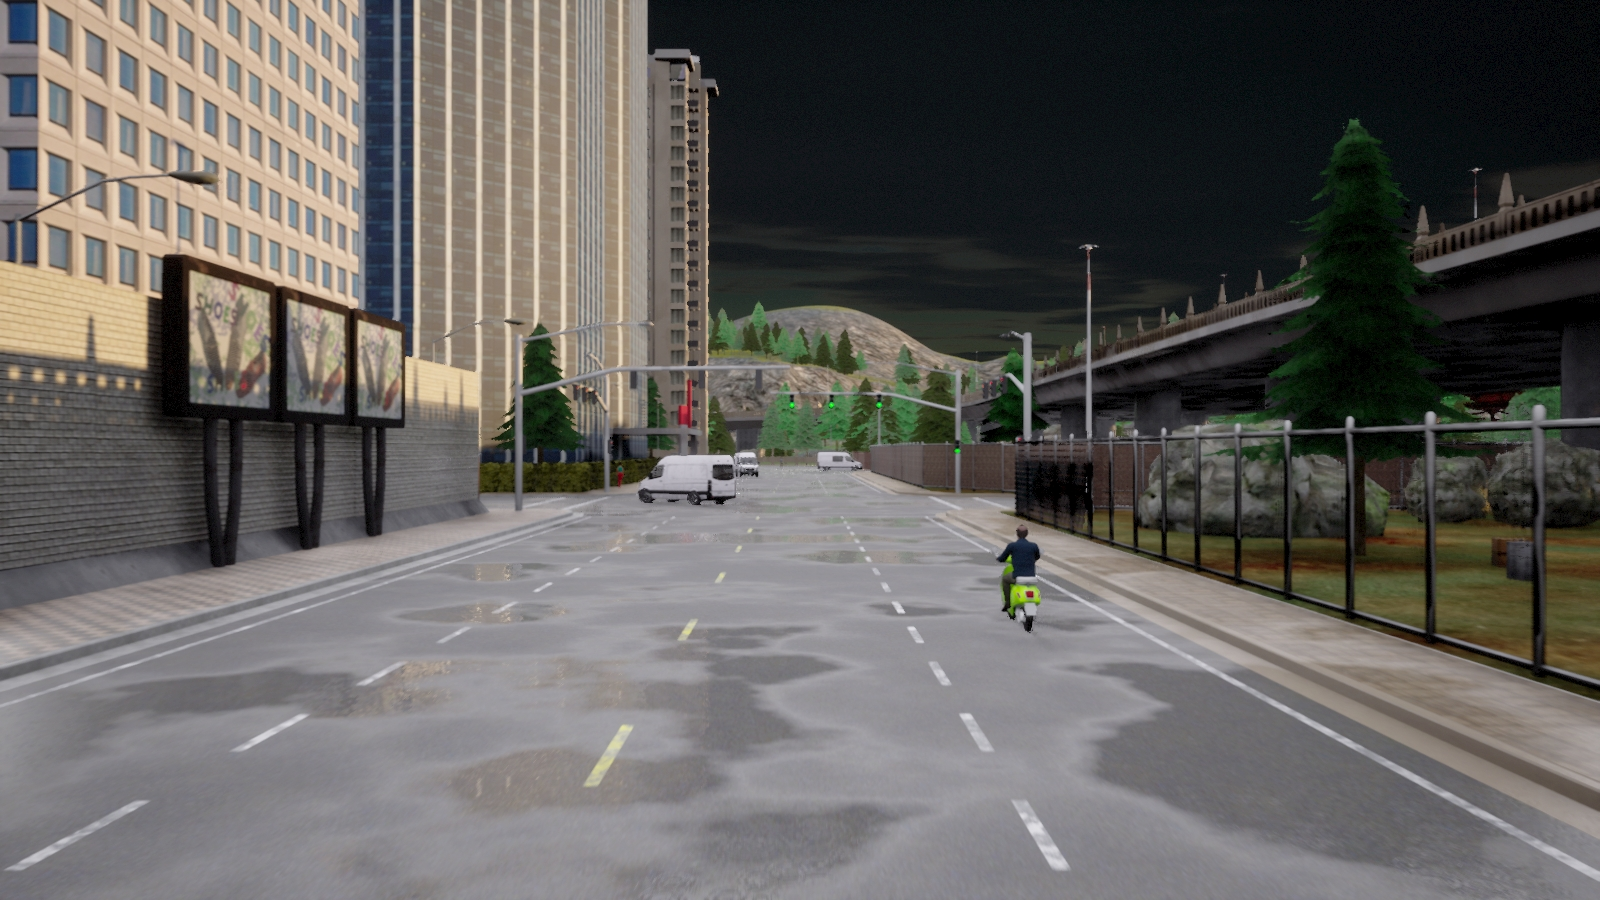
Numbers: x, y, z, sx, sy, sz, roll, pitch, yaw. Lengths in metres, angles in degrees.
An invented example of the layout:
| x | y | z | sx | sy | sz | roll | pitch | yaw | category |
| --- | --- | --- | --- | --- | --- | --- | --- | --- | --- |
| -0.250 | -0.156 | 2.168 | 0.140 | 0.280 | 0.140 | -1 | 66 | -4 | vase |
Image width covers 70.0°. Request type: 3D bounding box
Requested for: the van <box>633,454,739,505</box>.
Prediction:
| x | y | z | sx | sy | sz | roll | pitch | yaw | category |
| --- | --- | --- | --- | --- | --- | --- | --- | --- | --- |
| -6.054 | 1.513 | 59.973 | 5.915 | 2.561 | 1.988 | 0 | -1 | 41 | van |
